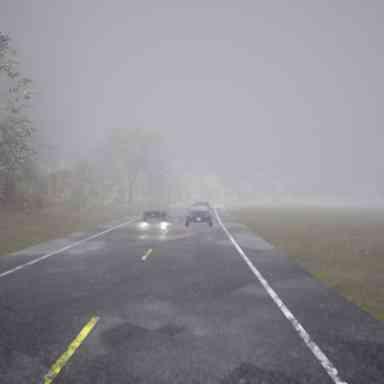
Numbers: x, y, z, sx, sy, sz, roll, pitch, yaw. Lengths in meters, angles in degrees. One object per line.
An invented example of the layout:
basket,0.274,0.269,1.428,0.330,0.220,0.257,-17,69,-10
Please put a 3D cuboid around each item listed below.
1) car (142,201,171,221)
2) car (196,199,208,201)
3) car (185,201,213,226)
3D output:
car,-2.951,1.546,28.356,1.882,1.535,5.008,0,0,2
car,1.267,1.585,41.611,1.882,1.535,5.008,0,0,3
car,0.511,1.584,23.837,1.812,1.442,4.674,0,0,2
